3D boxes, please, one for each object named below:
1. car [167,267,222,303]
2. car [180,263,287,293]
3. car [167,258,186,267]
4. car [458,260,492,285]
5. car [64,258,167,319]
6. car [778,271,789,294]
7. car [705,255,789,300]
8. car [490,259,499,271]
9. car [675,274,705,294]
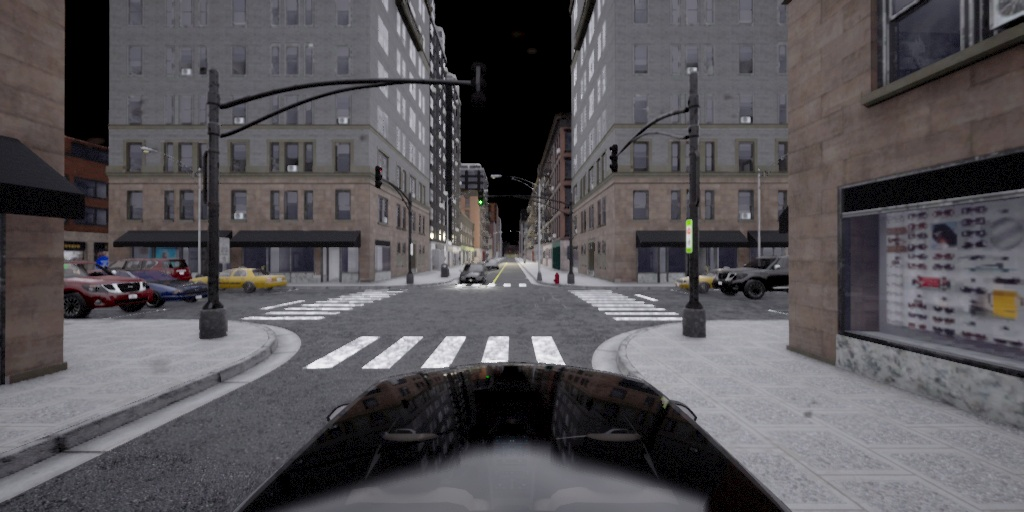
[{"bbox_3d":[-15.285,1.266,14.445,5.357,1.411,2.033,0,0,0],"label":"car"},{"bbox_3d":[-15.249,1.262,19.931,4.829,1.417,1.751,0,0,0],"label":"car"},{"bbox_3d":[-20.759,1.046,19.939,5.009,1.841,2.192,0,0,0],"label":"car"},{"bbox_3d":[-2.749,1.287,26.240,1.837,1.490,4.892,0,2,0],"label":"car"},{"bbox_3d":[-15.100,1.025,11.905,5.009,1.841,2.192,0,0,0],"label":"car"},{"bbox_3d":[11.783,1.301,11.866,4.313,1.339,1.948,0,0,0],"label":"car"},{"bbox_3d":[12.840,0.975,17.357,5.566,2.045,2.150,0,0,0],"label":"car"},{"bbox_3d":[-2.748,1.212,48.939,1.882,1.535,5.008,0,1,0],"label":"car"},{"bbox_3d":[11.634,1.287,19.892,4.829,1.417,1.751,0,0,0],"label":"car"}]
